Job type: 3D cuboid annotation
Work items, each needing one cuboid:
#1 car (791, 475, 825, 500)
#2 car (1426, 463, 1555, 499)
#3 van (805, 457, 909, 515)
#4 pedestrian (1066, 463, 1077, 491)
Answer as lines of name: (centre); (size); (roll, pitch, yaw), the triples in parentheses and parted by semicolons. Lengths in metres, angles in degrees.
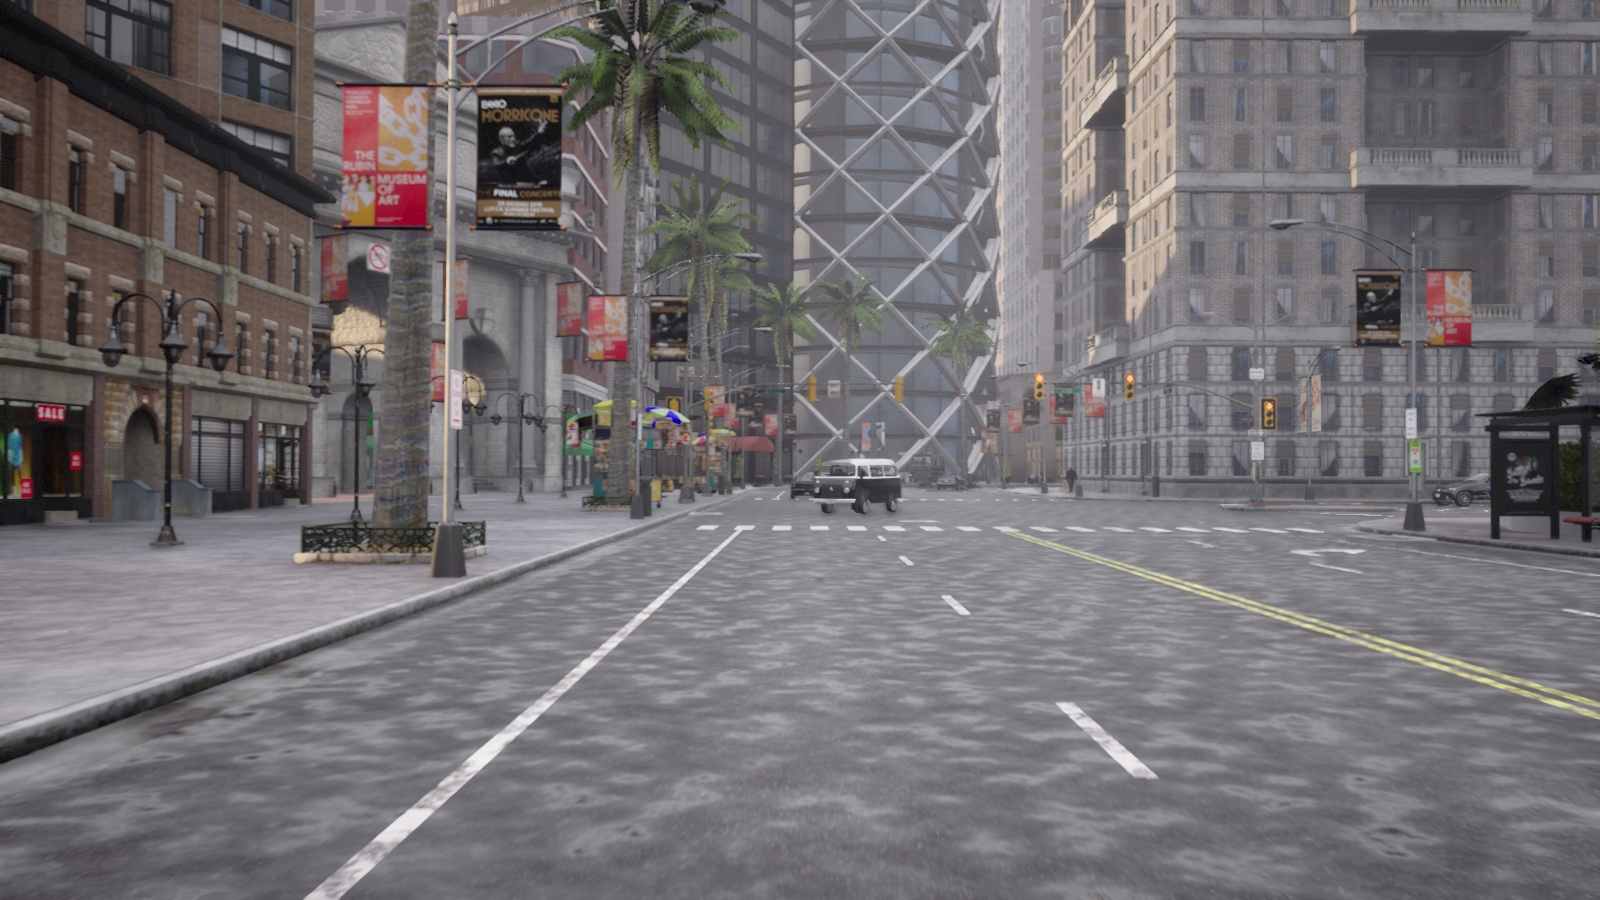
car: (0.459, 2.110, 71.451); (1.895, 1.301, 4.718); (0, -1, 0)
car: (33.355, 1.488, 60.753); (5.027, 1.651, 2.152); (0, -1, 0)
van: (2.205, 1.317, 47.026); (2.069, 2.038, 4.480); (-1, -1, 29)
pedestrian: (18.265, 1.817, 84.410); (0.634, 1.844, 0.899); (0, -1, 6)
